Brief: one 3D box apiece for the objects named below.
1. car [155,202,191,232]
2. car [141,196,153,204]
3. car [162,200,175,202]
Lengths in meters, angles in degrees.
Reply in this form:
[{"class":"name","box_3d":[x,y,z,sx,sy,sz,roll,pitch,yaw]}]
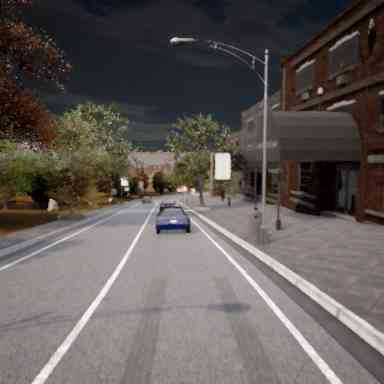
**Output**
[{"class":"car","box_3d":[-1.160,1.542,19.868,1.994,1.385,4.181,-1,0,-5]},{"class":"car","box_3d":[-8.423,1.513,62.320,1.837,1.490,4.892,-1,0,-4]},{"class":"car","box_3d":[-2.834,1.576,39.620,1.895,1.301,4.718,-1,0,-5]}]
